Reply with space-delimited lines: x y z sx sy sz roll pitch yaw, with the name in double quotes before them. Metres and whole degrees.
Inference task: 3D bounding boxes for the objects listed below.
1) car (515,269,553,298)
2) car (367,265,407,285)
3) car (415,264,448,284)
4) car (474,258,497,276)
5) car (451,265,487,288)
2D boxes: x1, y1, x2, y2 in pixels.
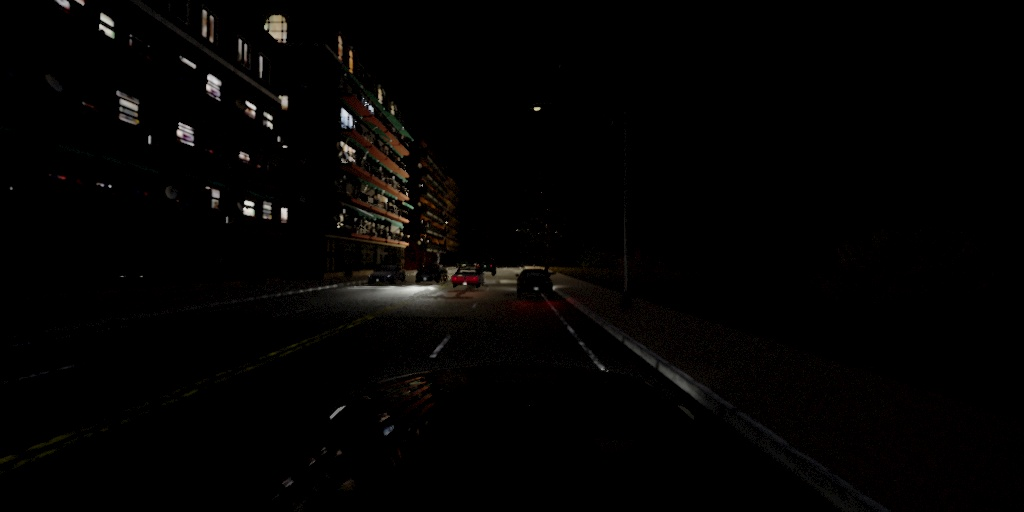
"car" 1.179 1.416 19.638 1.812 1.442 4.674 0 0 0
"car" -9.774 1.483 28.386 1.812 1.442 4.674 0 0 0
"car" -6.537 1.457 29.419 2.128 1.511 4.902 0 0 0
"car" -3.052 1.290 43.320 2.150 2.045 5.566 0 -1 0
"car" -3.093 1.540 25.959 1.895 1.301 4.718 0 0 0
